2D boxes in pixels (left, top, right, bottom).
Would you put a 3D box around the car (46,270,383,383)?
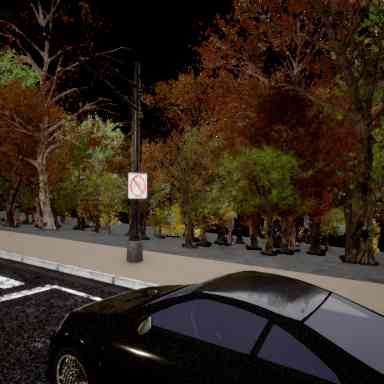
[{"bbox_3d":[0.382,1.564,3.414,4.181,1.385,1.994,0,0,36],"label":"car"}]
